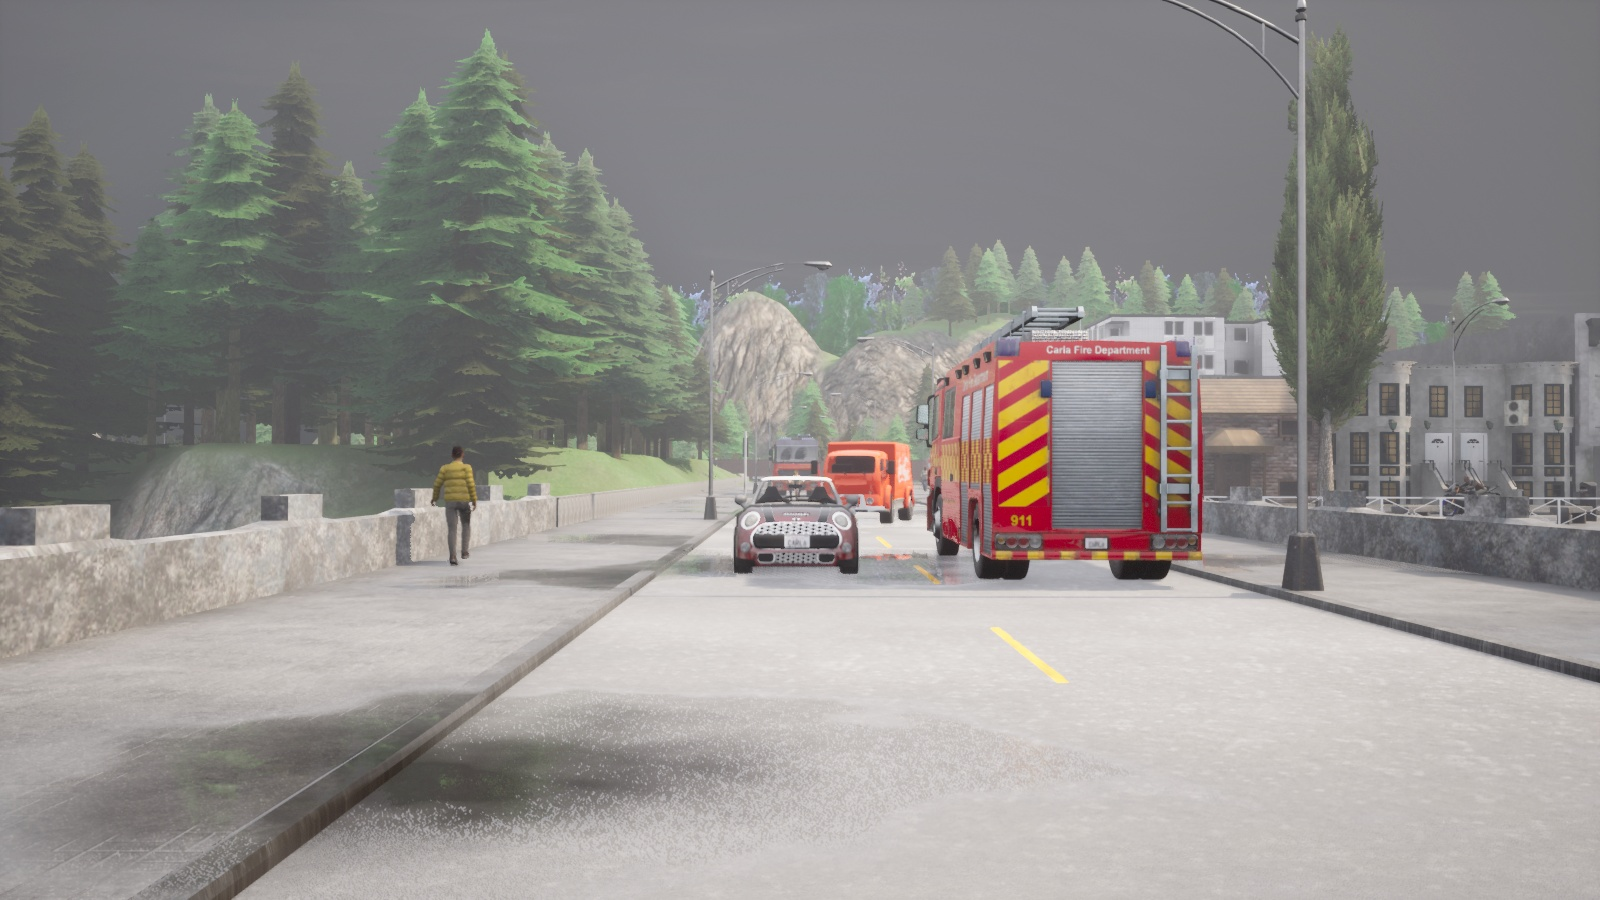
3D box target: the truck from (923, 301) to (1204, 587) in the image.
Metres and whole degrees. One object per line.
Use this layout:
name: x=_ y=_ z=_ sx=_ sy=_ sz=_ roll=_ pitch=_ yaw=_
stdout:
truck: x=3.942 y=-0.013 z=21.061 sx=2.891 sy=3.827 sz=8.468 roll=0 pitch=-1 yaw=0

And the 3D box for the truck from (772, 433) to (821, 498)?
truck: x=-0.200 y=0.962 z=78.267 sx=2.891 sy=3.827 sz=8.468 roll=0 pitch=-1 yaw=0

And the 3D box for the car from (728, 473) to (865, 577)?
car: x=-0.050 y=1.116 z=20.033 sx=1.970 sy=1.475 sz=3.806 roll=0 pitch=-1 yaw=0

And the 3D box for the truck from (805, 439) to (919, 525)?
truck: x=2.005 y=0.968 z=38.692 sx=2.627 sy=2.467 sz=5.204 roll=0 pitch=-1 yaw=13

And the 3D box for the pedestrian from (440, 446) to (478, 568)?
pedestrian: x=-5.257 y=0.870 z=19.394 sx=0.431 sy=1.840 sz=0.709 roll=0 pitch=-1 yaw=-4

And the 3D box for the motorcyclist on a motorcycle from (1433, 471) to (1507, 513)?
motorcyclist on a motorcycle: x=24.408 y=1.519 z=45.770 sx=2.191 sy=1.530 sz=0.866 roll=0 pitch=-1 yaw=0
